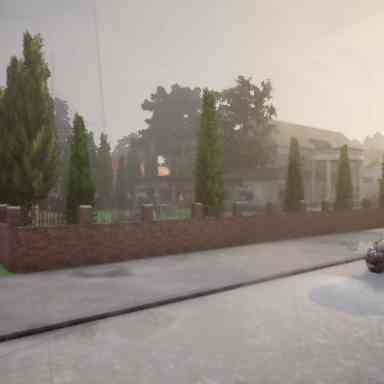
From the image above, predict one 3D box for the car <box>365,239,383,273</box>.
[{"bbox_3d":[6.847,1.526,9.488,4.674,1.442,1.812,0,0,-35],"label":"car"}]
